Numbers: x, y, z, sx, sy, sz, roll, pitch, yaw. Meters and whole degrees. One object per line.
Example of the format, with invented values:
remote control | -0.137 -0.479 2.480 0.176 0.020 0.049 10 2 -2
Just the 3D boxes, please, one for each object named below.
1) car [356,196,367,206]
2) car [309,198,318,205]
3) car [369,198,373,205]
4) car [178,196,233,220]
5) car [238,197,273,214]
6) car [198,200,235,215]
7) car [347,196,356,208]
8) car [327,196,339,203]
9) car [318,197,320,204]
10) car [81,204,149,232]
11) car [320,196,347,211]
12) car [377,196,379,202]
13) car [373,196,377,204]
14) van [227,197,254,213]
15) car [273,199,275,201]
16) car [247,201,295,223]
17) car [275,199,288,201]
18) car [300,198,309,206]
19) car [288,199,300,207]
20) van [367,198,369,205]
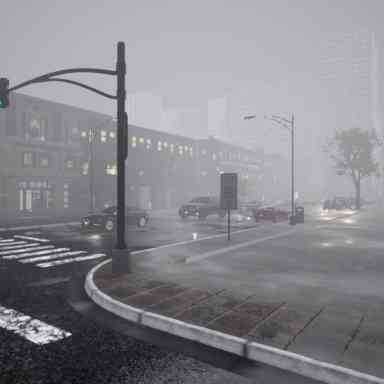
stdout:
car | 28.759 1.642 58.704 2.192 1.841 5.009 0 -1 35
car | 21.907 1.876 63.527 2.008 1.369 4.403 0 -1 35
car | 35.122 1.972 67.737 1.802 1.307 4.206 0 -1 35
car | 1.124 1.340 29.507 2.150 2.045 5.566 0 0 35
car | 7.036 1.660 37.881 2.128 1.511 4.902 0 0 35
car | 2.719 1.674 36.279 1.752 1.417 4.829 0 0 35
car | 22.395 1.581 49.668 2.192 1.841 5.009 0 -1 35
car | 34.633 1.893 81.599 1.967 1.590 4.097 0 -1 35
car | 28.270 1.828 72.563 1.967 1.590 4.097 0 -1 35
car | -4.763 1.578 21.188 1.837 1.490 4.892 0 0 34
car | 19.214 1.676 45.149 1.967 1.590 4.097 0 -1 35
car | 41.485 2.037 76.774 1.802 1.307 4.206 0 -1 35
car | 38.402 1.948 72.396 1.752 1.417 4.829 0 -1 35
van | 5.998 1.518 40.938 1.690 1.788 3.998 0 0 35
car | 9.180 1.756 45.454 2.008 1.369 4.403 0 0 35
car | 6.531 1.670 27.047 1.887 1.381 4.507 0 0 35
car | 12.264 1.759 49.833 1.752 1.417 4.829 0 -1 35
car | 18.725 1.846 59.009 2.008 1.369 4.403 0 -1 35
car | 15.543 1.815 54.491 2.008 1.369 4.403 0 -1 35
van | 31.940 1.699 63.222 1.690 1.788 3.998 0 -1 35
